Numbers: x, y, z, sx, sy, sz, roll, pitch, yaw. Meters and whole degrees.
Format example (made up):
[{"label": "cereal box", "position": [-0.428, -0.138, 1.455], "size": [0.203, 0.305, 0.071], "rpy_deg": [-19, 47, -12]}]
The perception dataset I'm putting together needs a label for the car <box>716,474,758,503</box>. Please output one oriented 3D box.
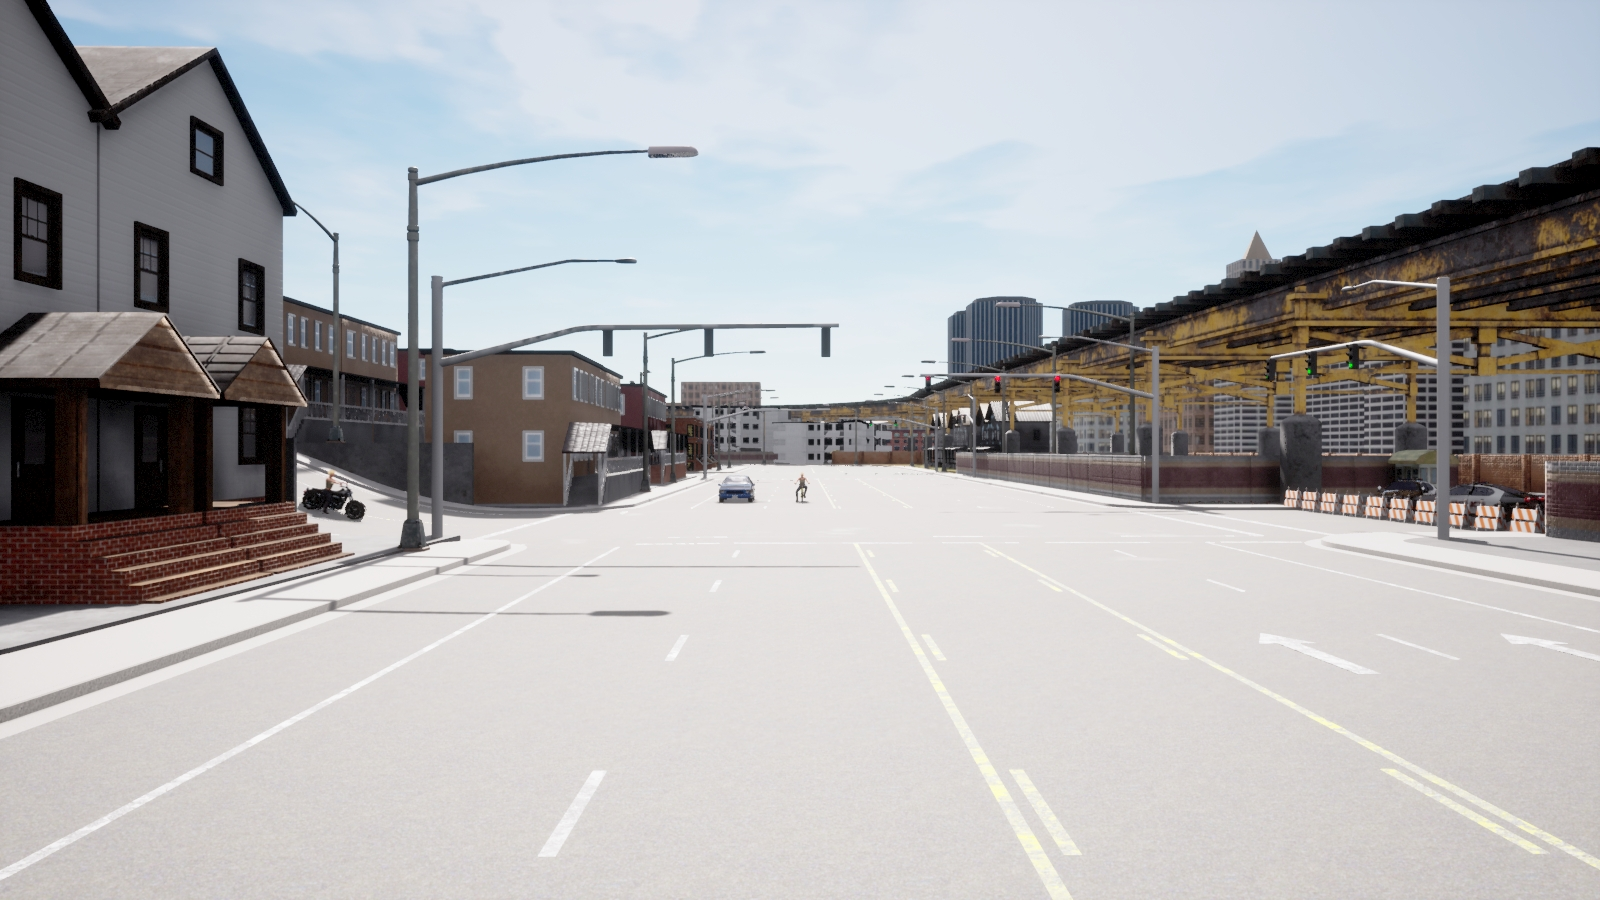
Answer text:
[{"label": "car", "position": [-3.449, 2.106, 63.014], "size": [2.033, 1.411, 5.357], "rpy_deg": [0, 0, 0]}]
